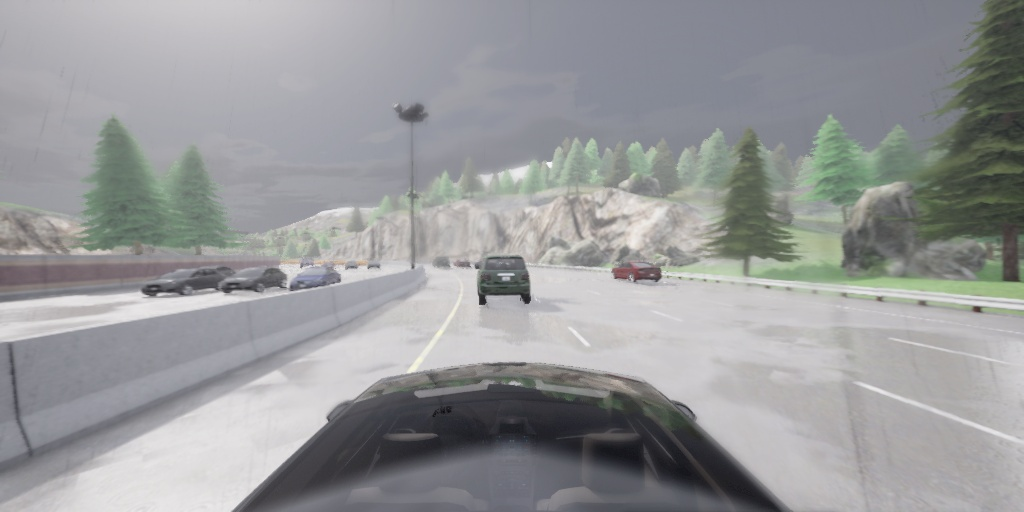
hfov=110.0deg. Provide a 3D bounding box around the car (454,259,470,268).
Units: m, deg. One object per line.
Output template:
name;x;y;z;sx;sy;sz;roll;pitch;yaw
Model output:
car;-8.860;1.332;63.388;1.882;1.535;5.008;0;0;-23

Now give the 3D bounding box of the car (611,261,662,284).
car;8.909;1.119;26.175;1.882;1.535;5.008;0;0;-9

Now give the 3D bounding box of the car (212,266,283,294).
car;-15.620;1.444;22.041;1.837;1.490;4.892;-1;0;-8

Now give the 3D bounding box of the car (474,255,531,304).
car;-0.511;0.977;16.565;2.150;2.045;5.566;0;0;-6

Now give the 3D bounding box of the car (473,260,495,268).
car;-5.019;1.356;63.388;2.033;1.411;5.357;-1;0;-25

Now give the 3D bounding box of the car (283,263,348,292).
car;-12.137;1.422;22.510;1.812;1.442;4.674;-1;0;-8

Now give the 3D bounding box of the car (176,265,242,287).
car;-23.841;1.543;28.480;1.837;1.490;4.892;-1;0;-12

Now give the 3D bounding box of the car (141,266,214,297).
car;-19.021;1.486;21.100;1.837;1.490;4.892;-1;0;-8

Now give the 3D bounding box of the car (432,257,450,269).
car;-12.474;1.120;63.111;2.150;2.045;5.566;0;0;-24
